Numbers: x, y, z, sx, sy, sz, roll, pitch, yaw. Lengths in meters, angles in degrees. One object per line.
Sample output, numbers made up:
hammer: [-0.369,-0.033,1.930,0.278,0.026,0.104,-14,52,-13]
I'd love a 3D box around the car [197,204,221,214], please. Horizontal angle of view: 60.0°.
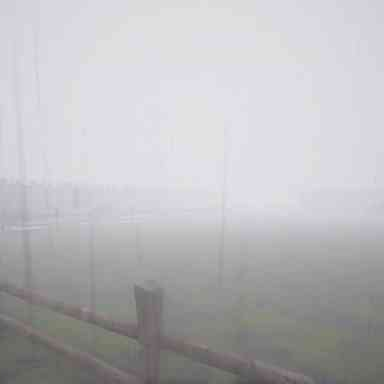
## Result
car: [2.647,2.582,50.643,2.128,1.511,4.902,-1,-2,36]

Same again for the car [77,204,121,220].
car: [-9.504,1.968,33.980,2.097,1.767,4.553,-1,-2,36]

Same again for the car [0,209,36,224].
car: [-15.122,1.996,26.296,1.895,1.301,4.718,-1,-2,37]
